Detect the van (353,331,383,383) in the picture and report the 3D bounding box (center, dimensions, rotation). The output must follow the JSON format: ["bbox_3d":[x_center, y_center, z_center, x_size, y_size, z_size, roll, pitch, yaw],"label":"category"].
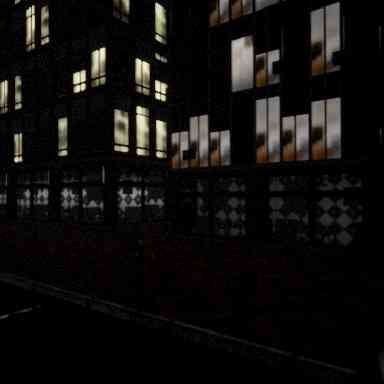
[{"bbox_3d":[2.622,1.335,1.015,3.998,1.788,1.690,0,0,35],"label":"van"}]
